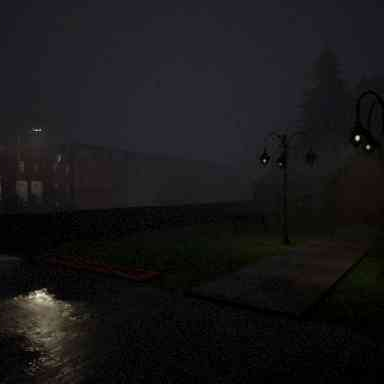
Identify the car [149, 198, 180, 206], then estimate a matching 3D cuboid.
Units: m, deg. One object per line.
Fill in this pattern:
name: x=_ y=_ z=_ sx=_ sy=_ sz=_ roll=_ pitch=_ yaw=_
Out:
car: x=-3.593 y=1.544 z=44.129 sx=2.128 sy=1.511 sz=4.902 roll=0 pitch=0 yaw=36
